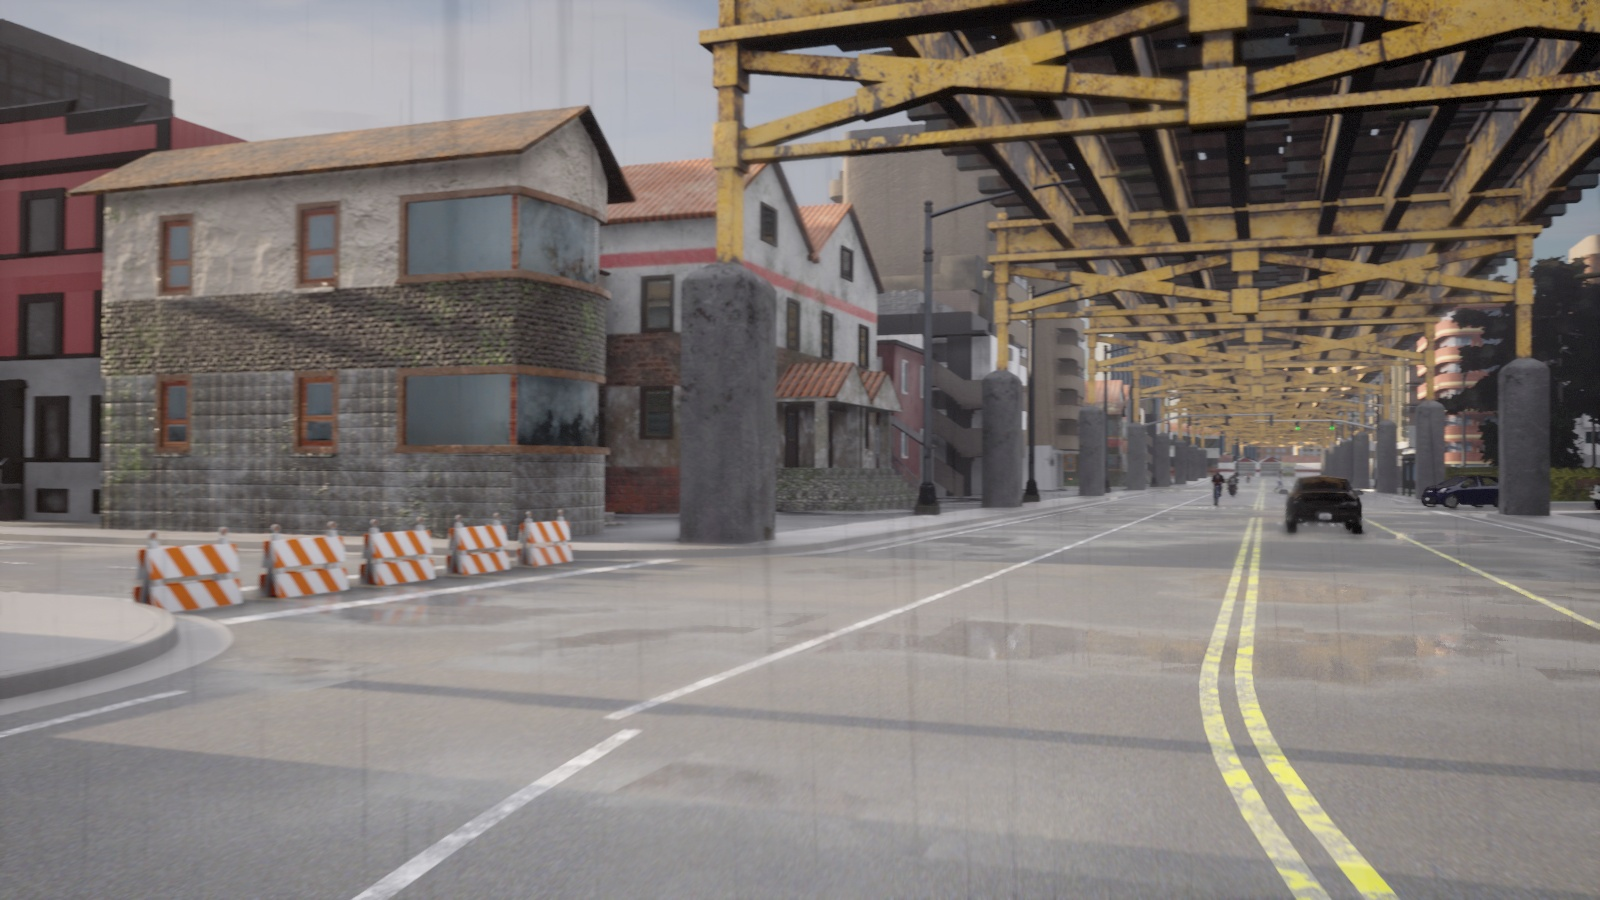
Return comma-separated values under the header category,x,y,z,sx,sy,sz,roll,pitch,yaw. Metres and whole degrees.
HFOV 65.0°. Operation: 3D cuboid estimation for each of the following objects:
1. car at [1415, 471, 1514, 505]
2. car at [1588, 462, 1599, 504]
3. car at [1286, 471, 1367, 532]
category,x,y,z,sx,sy,sz,roll,pitch,yaw
car,30.402,1.717,57.480,3.633,1.501,1.845,0,-1,-10
car,38.053,1.487,56.645,4.605,1.855,1.932,0,-1,-23
car,14.508,1.369,34.801,1.837,1.490,4.892,0,0,20
